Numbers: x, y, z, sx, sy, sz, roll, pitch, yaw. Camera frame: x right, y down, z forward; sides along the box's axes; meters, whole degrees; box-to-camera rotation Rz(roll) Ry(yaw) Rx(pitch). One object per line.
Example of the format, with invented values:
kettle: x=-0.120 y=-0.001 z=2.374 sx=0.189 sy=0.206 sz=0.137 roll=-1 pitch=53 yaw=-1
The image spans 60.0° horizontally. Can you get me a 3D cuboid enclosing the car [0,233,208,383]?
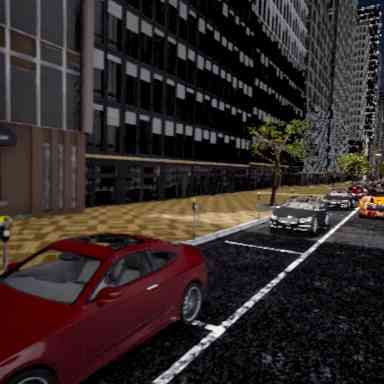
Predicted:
car: x=-1.266 y=1.250 z=4.159 sx=1.802 sy=1.307 sz=4.206 roll=4 pitch=4 yaw=31

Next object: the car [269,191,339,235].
car: x=4.591 y=0.834 z=13.893 sx=2.008 sy=1.369 sz=4.403 roll=4 pitch=4 yaw=31

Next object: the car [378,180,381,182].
car: x=36.797 y=-1.286 z=67.437 sx=2.008 sy=1.369 sz=4.403 roll=4 pitch=4 yaw=31

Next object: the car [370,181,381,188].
car: x=42.657 y=-1.784 z=77.166 sx=1.967 sy=1.590 sz=4.097 roll=4 pitch=4 yaw=31

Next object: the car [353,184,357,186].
car: x=16.301 y=0.095 z=33.365 sx=1.802 sy=1.307 sz=4.206 roll=4 pitch=4 yaw=31

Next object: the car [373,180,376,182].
car: x=24.999 y=-0.533 z=47.819 sx=1.752 sy=1.417 sz=4.829 roll=4 pitch=4 yaw=31

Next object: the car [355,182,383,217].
car: x=11.097 y=0.534 z=19.459 sx=2.097 sy=1.767 sz=4.553 roll=4 pitch=4 yaw=31

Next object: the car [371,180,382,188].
car: x=45.588 y=-2.103 z=82.026 sx=2.192 sy=1.841 sz=5.009 roll=4 pitch=4 yaw=31

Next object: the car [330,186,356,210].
car: x=10.447 y=0.449 z=23.627 sx=2.008 sy=1.369 sz=4.403 roll=4 pitch=4 yaw=31

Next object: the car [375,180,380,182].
car: x=30.941 y=-0.885 z=57.703 sx=1.947 sy=1.339 sz=4.313 roll=4 pitch=4 yaw=31
